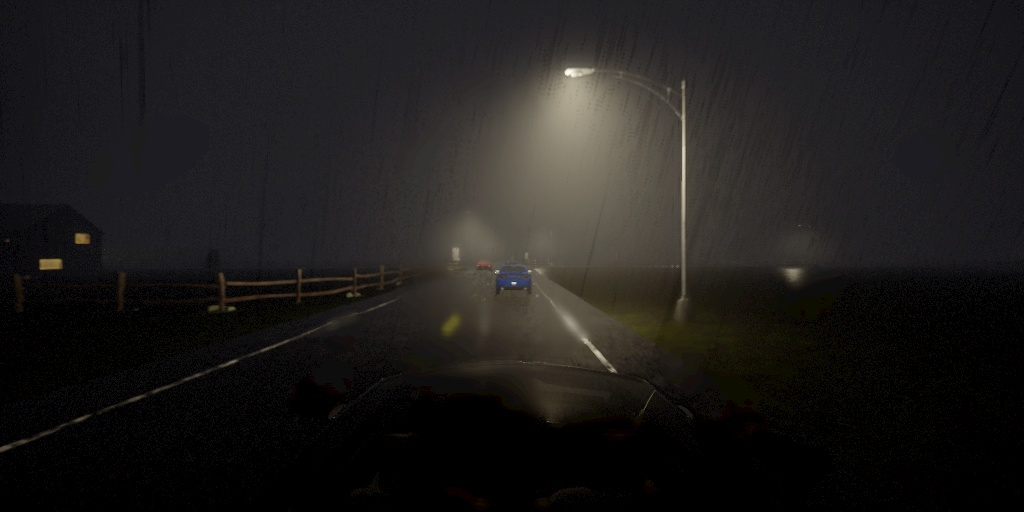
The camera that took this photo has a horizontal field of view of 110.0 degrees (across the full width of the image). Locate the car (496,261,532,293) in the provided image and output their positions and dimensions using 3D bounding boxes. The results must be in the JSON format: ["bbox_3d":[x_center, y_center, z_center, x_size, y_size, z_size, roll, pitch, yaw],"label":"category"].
[{"bbox_3d":[0.095,1.221,20.573,1.882,1.535,5.008,0,0,0],"label":"car"}]

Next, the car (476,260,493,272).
[{"bbox_3d":[-3.517,1.231,46.382,1.882,1.535,5.008,0,0,0],"label":"car"}]
